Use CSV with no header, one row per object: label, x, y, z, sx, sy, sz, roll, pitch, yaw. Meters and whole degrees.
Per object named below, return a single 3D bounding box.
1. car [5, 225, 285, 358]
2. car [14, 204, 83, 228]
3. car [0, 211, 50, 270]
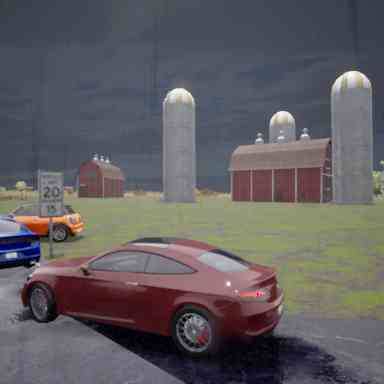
car,-0.798,1.529,5.830,4.674,1.442,1.812,0,0,24
car,-7.684,1.371,15.926,4.553,1.767,2.097,0,0,-5
car,-6.461,1.480,10.257,5.008,1.535,1.882,0,0,43
